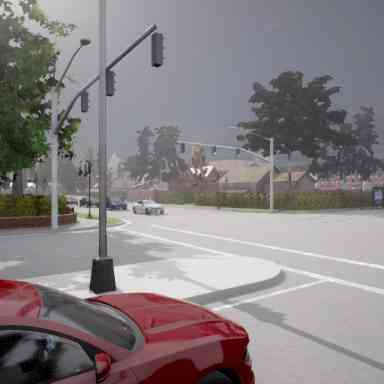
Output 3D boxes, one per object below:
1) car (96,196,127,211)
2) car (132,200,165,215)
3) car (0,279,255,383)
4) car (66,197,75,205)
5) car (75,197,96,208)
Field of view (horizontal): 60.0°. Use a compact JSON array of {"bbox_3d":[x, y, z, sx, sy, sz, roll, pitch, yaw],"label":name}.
[{"bbox_3d":[-9.820,1.352,41.591,2.097,1.767,4.553,0,0,-36],"label":"car"},{"bbox_3d":[-4.613,1.526,34.387,1.812,1.442,4.674,0,0,-35],"label":"car"},{"bbox_3d":[-1.684,1.478,2.567,5.008,1.535,1.882,0,0,-35],"label":"car"},{"bbox_3d":[-21.012,1.564,57.108,1.994,1.385,4.181,0,0,-34],"label":"car"},{"bbox_3d":[-15.214,1.505,49.045,1.837,1.490,4.892,0,0,-36],"label":"car"}]
